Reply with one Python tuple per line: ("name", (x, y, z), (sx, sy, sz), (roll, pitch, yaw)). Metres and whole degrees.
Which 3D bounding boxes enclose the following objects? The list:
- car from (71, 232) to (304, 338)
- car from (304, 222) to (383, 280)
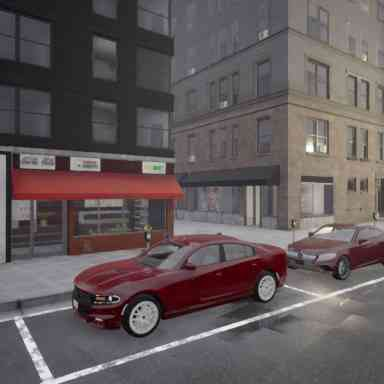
("car", (-0.029, 1.545, 6.617), (4.507, 1.381, 1.887), (0, 0, -35))
("car", (4.497, 1.577, 9.832), (4.206, 1.307, 1.802), (0, 0, -35))
